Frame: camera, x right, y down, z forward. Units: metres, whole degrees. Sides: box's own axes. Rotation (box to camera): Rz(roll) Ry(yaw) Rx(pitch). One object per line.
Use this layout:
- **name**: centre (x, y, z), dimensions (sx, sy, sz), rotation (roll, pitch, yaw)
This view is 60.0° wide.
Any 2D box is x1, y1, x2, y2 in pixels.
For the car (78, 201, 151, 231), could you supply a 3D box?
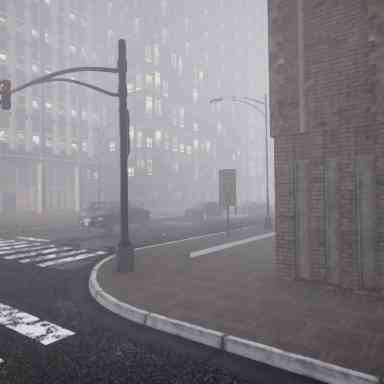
- **car**: centre (-4.653, 1.558, 21.004), dimensions (2.128, 1.511, 4.902), rotation (-1, -1, 34)

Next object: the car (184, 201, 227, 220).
- **car**: centre (1.282, 1.563, 29.247), dimensions (1.882, 1.535, 5.008), rotation (-1, -1, 36)

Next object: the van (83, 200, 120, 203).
- **van**: centre (-6.026, 1.460, 23.520), dimensions (1.690, 1.788, 3.998), rotation (-2, -1, 36)

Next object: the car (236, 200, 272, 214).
- **car**: centre (7.242, 1.707, 37.530), dimensions (1.895, 1.301, 4.718), rotation (-1, -1, 36)
